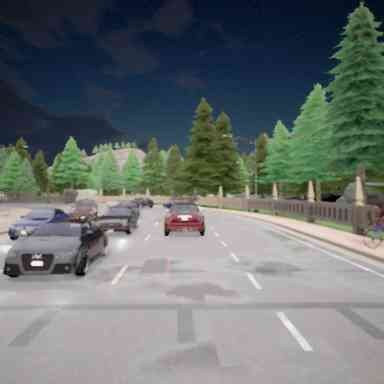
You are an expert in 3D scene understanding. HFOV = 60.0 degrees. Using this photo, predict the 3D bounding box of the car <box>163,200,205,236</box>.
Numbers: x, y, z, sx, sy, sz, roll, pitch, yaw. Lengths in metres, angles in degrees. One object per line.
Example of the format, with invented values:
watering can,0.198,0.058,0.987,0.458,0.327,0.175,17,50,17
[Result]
car,-0.440,1.350,18.690,2.097,1.767,4.553,0,0,-2

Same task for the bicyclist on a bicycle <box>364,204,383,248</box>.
bicyclist on a bicycle,7.073,1.258,12.153,1.656,1.620,0.582,-1,0,-2

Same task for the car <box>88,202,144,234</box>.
car,-4.215,1.567,19.389,2.033,1.411,5.357,0,0,-3

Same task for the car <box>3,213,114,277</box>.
car,-3.898,1.584,10.222,1.994,1.385,4.181,0,0,-2

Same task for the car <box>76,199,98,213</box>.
car,-8.713,1.395,27.193,2.097,1.767,4.553,0,0,-14

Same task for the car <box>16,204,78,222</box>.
car,-7.667,1.565,17.327,1.812,1.442,4.674,0,0,-3

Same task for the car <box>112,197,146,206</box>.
car,-5.735,1.517,29.639,2.128,1.511,4.902,0,0,-16

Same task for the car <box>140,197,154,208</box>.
car,-7.497,1.538,48.253,1.837,1.490,4.892,0,0,-43

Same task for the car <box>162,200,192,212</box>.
car,-1.848,1.602,39.387,1.895,1.301,4.718,0,0,-26
